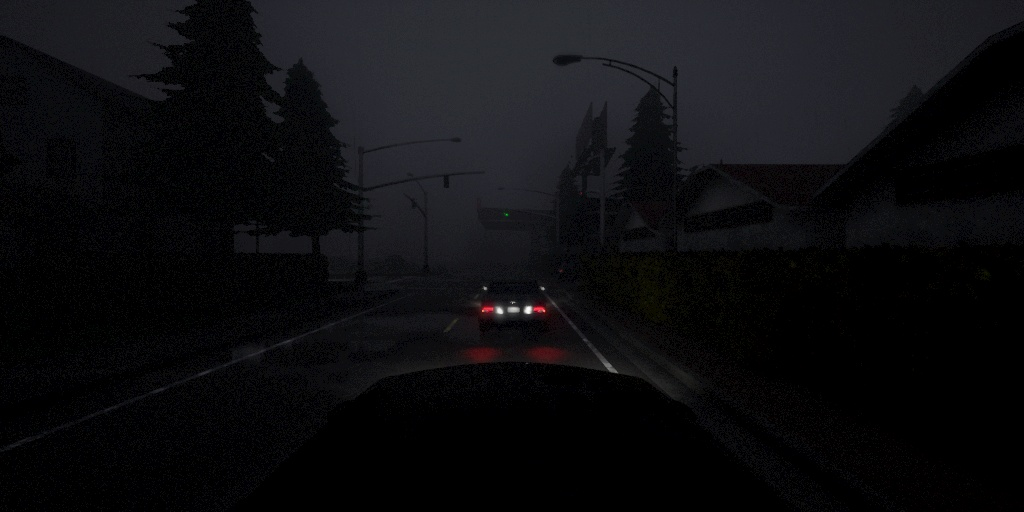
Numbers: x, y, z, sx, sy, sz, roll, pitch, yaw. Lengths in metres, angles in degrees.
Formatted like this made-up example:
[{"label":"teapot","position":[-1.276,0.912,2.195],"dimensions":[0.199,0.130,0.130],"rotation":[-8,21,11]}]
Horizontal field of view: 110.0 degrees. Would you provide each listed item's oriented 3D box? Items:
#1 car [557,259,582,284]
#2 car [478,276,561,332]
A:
[{"label":"car","position":[5.582,1.004,26.337],"dimensions":[4.553,1.767,2.097],"rotation":[-3,0,0]},{"label":"car","position":[0.061,1.297,10.835],"dimensions":[2.033,1.411,5.357],"rotation":[0,0,1]}]
